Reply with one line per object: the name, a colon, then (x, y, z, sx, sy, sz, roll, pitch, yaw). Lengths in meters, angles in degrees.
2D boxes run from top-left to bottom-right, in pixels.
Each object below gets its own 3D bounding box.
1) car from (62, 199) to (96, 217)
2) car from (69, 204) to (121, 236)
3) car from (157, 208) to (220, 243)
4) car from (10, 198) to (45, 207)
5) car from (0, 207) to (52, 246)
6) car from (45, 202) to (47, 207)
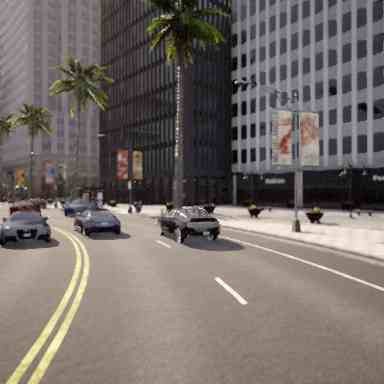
car: (-10.566, 1.484, 31.462, 2.097, 1.767, 4.553, 0, 0, -41)
car: (-5.574, 1.644, 19.238, 1.994, 1.385, 4.181, 0, 0, -29)
car: (-0.325, 1.553, 16.481, 2.128, 1.511, 4.902, 0, 0, -23)
car: (-16.701, 1.625, 33.084, 1.882, 1.535, 5.008, 0, -1, -42)
car: (-7.895, 1.634, 15.819, 1.994, 1.385, 4.181, 0, 0, -28)
car: (-23.282, 1.699, 49.683, 2.231, 1.521, 4.892, 0, 0, -43)
